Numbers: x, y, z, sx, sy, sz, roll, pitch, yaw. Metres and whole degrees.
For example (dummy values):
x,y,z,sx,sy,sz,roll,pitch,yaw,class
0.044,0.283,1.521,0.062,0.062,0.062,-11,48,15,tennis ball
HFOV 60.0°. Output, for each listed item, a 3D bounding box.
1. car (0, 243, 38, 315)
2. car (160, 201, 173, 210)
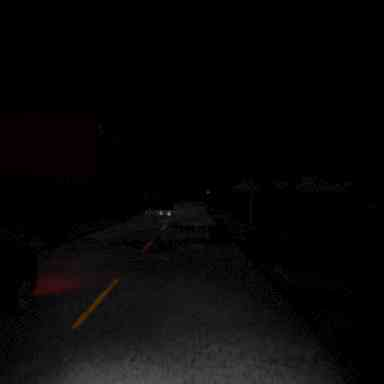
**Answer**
x,y,z,sx,sy,sz,roll,pitch,yaw,class
-4.096,1.546,4.940,2.128,1.511,4.902,0,-1,0,car
-3.926,2.101,51.780,2.033,1.411,5.357,0,-1,0,car
